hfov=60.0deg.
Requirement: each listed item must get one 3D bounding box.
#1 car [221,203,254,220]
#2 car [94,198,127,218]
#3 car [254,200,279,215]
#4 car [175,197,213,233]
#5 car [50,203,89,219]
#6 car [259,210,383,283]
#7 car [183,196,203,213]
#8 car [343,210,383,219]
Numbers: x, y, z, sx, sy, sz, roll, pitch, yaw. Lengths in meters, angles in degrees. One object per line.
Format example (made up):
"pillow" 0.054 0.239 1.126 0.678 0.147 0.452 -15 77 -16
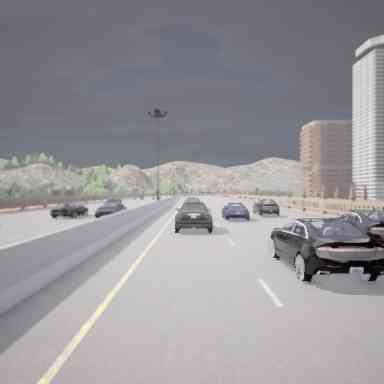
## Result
"car" 3.597 1.576 27.982 1.994 1.385 4.181 0 0 0
"car" -7.099 1.561 29.604 2.033 1.411 5.357 0 0 0
"car" 7.095 1.506 32.177 2.128 1.511 4.902 0 0 0
"car" 0.097 1.360 20.031 2.097 1.767 4.553 0 0 0
"car" -10.599 1.614 28.996 1.895 1.301 4.718 0 0 0
"car" 3.599 1.494 9.699 2.128 1.511 4.902 0 0 0
"car" 0.096 1.370 38.004 2.097 1.767 4.553 0 0 0
"car" 7.098 1.497 13.926 2.128 1.511 4.902 0 0 0
